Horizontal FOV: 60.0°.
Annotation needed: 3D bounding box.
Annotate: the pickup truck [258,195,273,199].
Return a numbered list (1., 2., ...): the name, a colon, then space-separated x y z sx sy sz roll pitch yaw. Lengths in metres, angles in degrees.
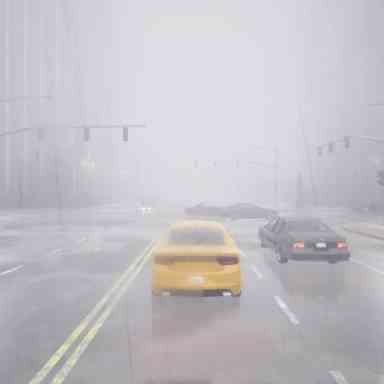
1. pickup truck: 17.241 1.059 76.577 2.390 2.098 6.274 0 0 31

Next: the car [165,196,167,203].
1. car: -6.422 1.500 71.517 1.837 1.490 4.892 0 0 0

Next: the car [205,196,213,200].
1. car: 4.156 1.595 81.056 1.895 1.301 4.718 0 0 0

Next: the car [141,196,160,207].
1. car: -6.671 1.491 51.771 2.128 1.511 4.902 0 0 1

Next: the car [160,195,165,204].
1. car: -6.572 1.477 61.248 1.882 1.535 5.008 0 0 1

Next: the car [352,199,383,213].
1. car: 20.211 1.505 36.615 4.892 1.490 1.837 0 0 1

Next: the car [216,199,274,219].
1. car: 4.473 1.525 26.198 4.674 1.442 1.812 0 0 1

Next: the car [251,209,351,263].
1. car: 3.667 1.547 11.876 2.033 1.411 5.357 0 0 1

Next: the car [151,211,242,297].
1. car: 0.121 1.478 8.636 1.882 1.535 5.008 0 0 1

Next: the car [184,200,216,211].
1. car: 1.688 1.601 29.750 4.718 1.301 1.895 0 0 1
